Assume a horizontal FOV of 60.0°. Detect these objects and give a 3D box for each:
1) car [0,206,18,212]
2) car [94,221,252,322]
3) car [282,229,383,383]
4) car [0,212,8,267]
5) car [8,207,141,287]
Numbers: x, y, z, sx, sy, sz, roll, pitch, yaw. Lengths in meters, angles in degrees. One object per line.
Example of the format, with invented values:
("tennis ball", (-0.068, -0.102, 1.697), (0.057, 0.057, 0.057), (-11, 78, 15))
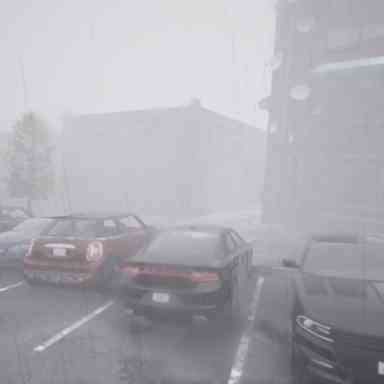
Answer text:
("car", (-6.980, 1.282, 12.373), (2.185, 1.767, 4.553), (0, -1, 15))
("car", (0.205, 1.439, 7.297), (2.097, 1.535, 5.008), (0, -1, 16))
("car", (2.599, 1.464, 5.606), (2.097, 1.535, 5.008), (1, 0, 16))
("car", (-4.568, 1.453, 10.703), (2.002, 1.452, 4.674), (1, -1, 15))
("car", (-2.196, 1.298, 8.978), (2.185, 1.767, 4.553), (0, -1, 15))
